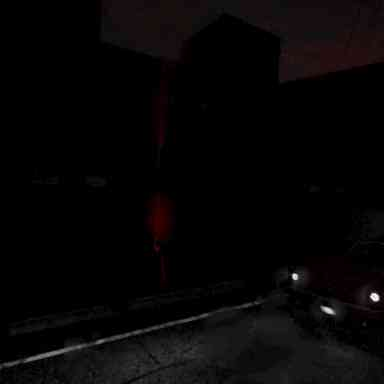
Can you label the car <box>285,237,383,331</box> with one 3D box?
[{"bbox_3d":[4.073,1.650,6.720,4.718,1.301,1.895,0,0,-34],"label":"car"}]
